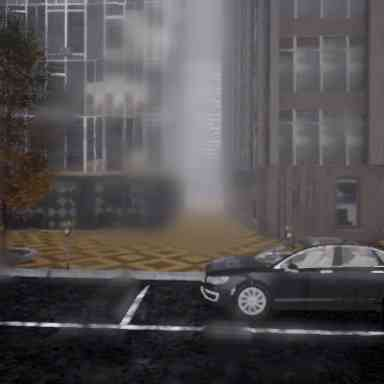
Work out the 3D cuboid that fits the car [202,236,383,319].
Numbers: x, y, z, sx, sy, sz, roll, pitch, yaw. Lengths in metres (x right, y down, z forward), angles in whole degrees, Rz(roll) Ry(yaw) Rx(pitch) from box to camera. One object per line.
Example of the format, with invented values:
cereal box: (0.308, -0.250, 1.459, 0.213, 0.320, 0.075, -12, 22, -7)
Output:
car: (2.401, 1.571, 6.565, 4.403, 1.369, 2.008, 1, 0, 2)
